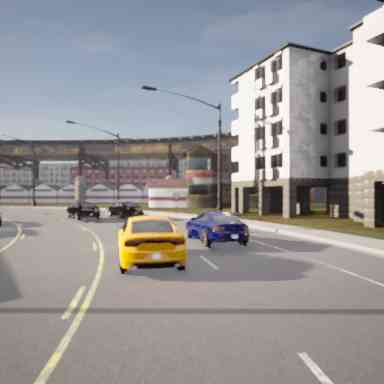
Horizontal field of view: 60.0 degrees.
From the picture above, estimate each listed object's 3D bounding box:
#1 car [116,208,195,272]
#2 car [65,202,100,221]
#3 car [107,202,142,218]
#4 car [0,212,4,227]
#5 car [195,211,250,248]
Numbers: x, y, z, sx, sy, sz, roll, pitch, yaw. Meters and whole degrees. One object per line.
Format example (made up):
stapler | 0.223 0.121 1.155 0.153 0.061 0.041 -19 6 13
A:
car | -1.465 1.516 11.078 1.882 1.535 5.008 0 0 -13
car | -9.418 1.600 28.537 2.128 1.511 4.902 0 0 -35
car | -6.091 1.599 29.860 2.128 1.511 4.902 0 0 -34
car | -14.491 1.649 23.398 2.033 1.411 5.357 0 0 -34
car | 1.031 1.573 15.165 1.812 1.442 4.674 0 0 -16
